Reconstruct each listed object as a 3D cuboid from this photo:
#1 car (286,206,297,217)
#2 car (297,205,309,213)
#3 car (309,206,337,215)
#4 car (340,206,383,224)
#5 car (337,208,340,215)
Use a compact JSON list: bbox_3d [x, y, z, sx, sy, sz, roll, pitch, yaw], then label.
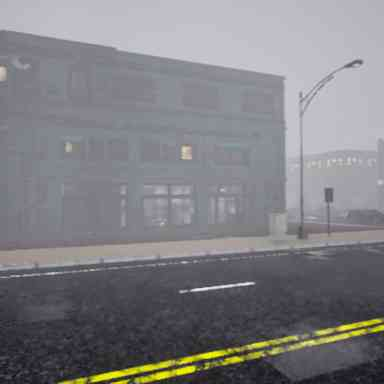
[{"bbox_3d":[11.474,2.490,44.177,1.967,1.590,4.097,-1,-1,-23],"label":"car"},{"bbox_3d":[17.089,2.729,52.505,1.802,1.307,4.206,-1,-1,-23],"label":"car"},{"bbox_3d":[19.214,2.590,47.396,1.802,1.307,4.206,-1,-1,-23],"label":"car"},{"bbox_3d":[16.695,2.265,31.319,1.947,1.339,4.313,-1,-1,-23],"label":"car"},{"bbox_3d":[21.339,2.419,42.287,2.008,1.369,4.403,-1,-1,-23],"label":"car"}]
